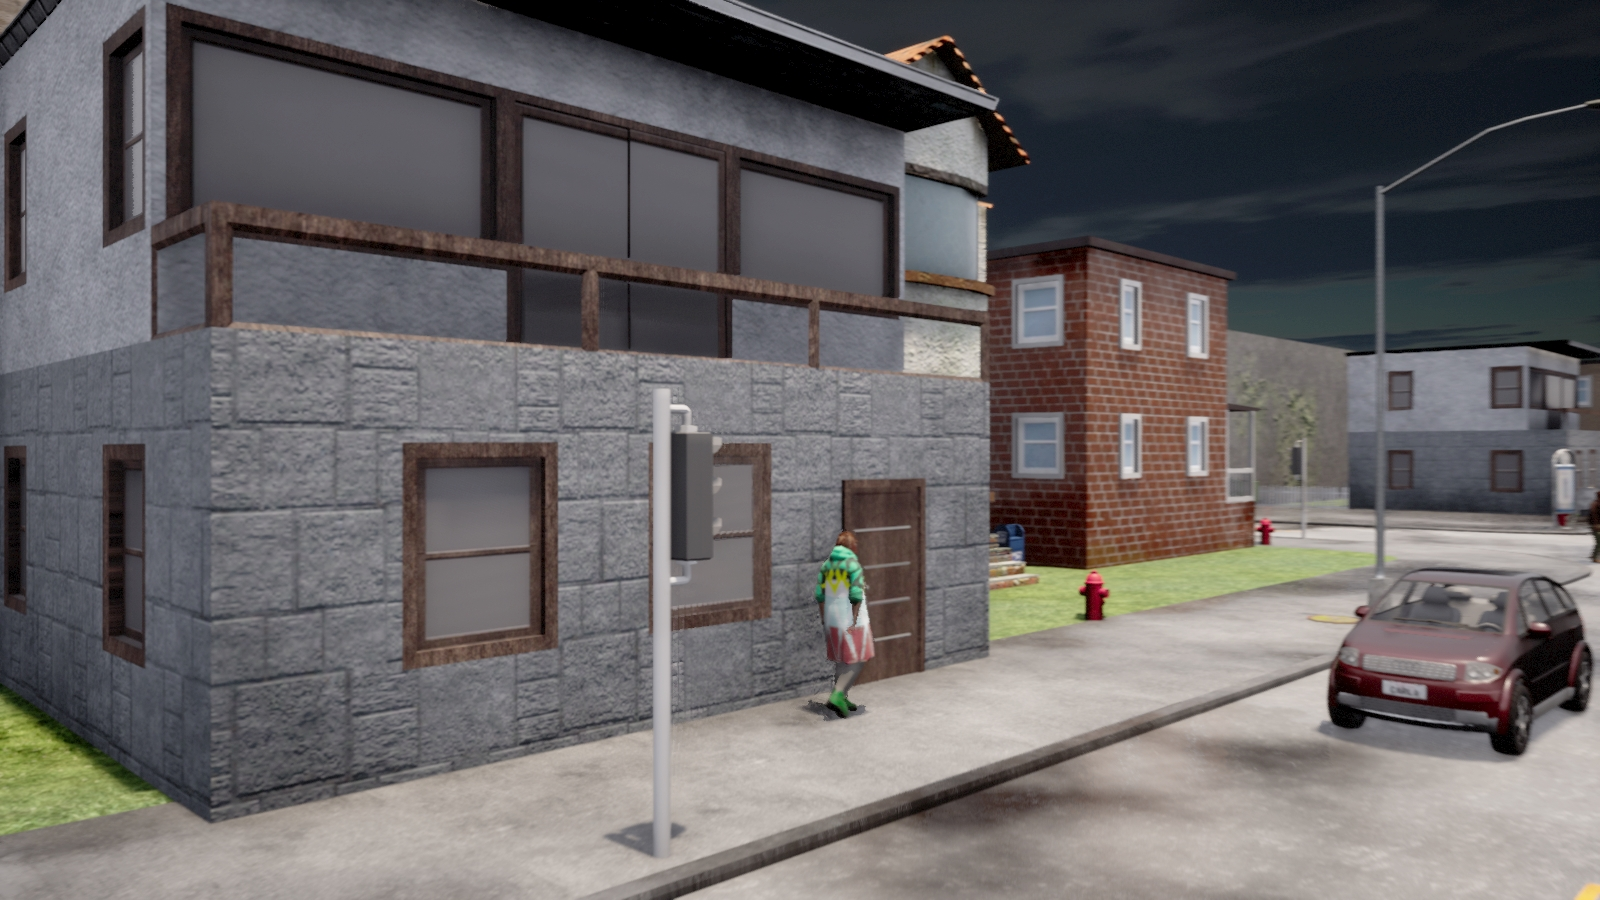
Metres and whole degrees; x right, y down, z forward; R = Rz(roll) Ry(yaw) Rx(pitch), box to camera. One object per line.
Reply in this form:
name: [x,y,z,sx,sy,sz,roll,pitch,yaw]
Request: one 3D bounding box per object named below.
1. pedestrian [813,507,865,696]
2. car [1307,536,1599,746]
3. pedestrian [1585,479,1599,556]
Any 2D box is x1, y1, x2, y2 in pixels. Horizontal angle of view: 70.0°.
pedestrian: [0.400,1.530,11.684,0.375,1.860,0.375,0,0,44]
car: [6.948,1.819,11.937,3.705,1.549,1.789,0,0,-45]
pedestrian: [19.624,1.658,28.186,0.375,1.860,0.375,0,0,-45]
